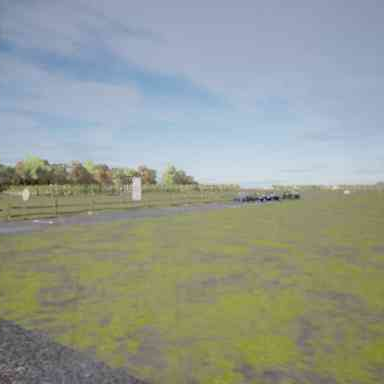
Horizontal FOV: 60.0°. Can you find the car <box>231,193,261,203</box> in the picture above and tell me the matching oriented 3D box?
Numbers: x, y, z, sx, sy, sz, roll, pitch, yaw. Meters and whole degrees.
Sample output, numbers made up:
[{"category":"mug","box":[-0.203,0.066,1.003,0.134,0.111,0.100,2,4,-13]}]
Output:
[{"category":"car","box":[7.942,0.879,50.116,2.033,1.411,5.357,-1,0,36]}]

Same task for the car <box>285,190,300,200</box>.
[{"category":"car","box":[17.563,0.437,58.898,2.097,1.767,4.553,-1,0,35]}]

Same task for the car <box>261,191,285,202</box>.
[{"category":"car","box":[12.020,0.842,50.926,1.895,1.301,4.718,-1,0,36]}]
